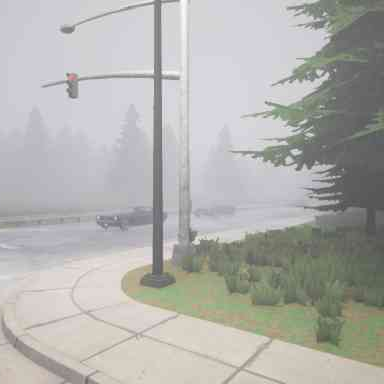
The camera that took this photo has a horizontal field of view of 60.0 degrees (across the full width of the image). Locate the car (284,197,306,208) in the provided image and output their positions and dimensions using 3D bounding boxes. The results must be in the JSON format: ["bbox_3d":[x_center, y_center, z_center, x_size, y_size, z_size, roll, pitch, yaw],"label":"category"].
[{"bbox_3d":[14.530,1.499,46.514,1.812,1.442,4.674,0,0,37],"label":"car"}]

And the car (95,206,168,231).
[{"bbox_3d":[-3.687,1.574,20.894,1.895,1.301,4.718,0,0,35],"label":"car"}]

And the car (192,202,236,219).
[{"bbox_3d":[2.033,1.574,29.179,1.895,1.301,4.718,0,0,35],"label":"car"}]
